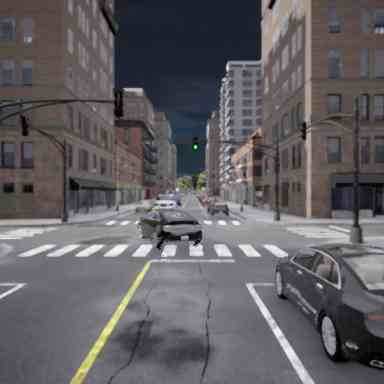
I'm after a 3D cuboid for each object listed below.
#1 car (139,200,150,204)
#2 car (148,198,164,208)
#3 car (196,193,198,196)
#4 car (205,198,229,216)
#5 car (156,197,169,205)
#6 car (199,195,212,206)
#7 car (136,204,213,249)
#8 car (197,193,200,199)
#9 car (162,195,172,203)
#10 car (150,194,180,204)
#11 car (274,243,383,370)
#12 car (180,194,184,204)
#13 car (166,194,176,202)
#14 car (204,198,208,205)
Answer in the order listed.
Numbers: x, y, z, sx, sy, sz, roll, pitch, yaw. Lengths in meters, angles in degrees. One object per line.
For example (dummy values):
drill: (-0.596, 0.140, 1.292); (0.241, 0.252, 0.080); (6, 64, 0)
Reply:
car: (-5.371, 1.588, 38.105); (1.752, 1.417, 4.829); (0, 0, 0)
car: (-5.366, 1.645, 49.637); (1.947, 1.339, 4.313); (0, 0, 0)
car: (2.677, 1.659, 89.579); (1.752, 1.417, 4.829); (0, 0, 0)
car: (2.652, 1.604, 32.591); (2.008, 1.369, 4.403); (0, 0, 0)
car: (-5.361, 1.646, 61.000); (2.008, 1.369, 4.403); (0, 0, 0)
car: (2.662, 1.527, 55.318); (1.967, 1.590, 4.097); (0, 0, 0)
car: (-1.146, 1.516, 14.872); (2.128, 1.511, 4.902); (1, 0, -21)
car: (2.667, 1.418, 66.682); (2.192, 1.841, 5.009); (0, 0, 0)
car: (-5.356, 1.551, 72.362); (1.967, 1.590, 4.097); (0, 0, 0)
car: (-2.826, 1.280, 35.858); (2.150, 2.045, 5.566); (0, 0, 0)
car: (2.642, 1.560, 5.715); (2.008, 1.369, 4.403); (0, 0, 0)
car: (-2.791, 1.307, 52.311); (2.150, 2.045, 5.566); (0, 0, 0)
car: (-5.351, 1.441, 83.725); (2.192, 1.841, 5.009); (0, 0, 0)
car: (2.654, 1.644, 38.273); (1.802, 1.307, 4.206); (0, 0, 0)
